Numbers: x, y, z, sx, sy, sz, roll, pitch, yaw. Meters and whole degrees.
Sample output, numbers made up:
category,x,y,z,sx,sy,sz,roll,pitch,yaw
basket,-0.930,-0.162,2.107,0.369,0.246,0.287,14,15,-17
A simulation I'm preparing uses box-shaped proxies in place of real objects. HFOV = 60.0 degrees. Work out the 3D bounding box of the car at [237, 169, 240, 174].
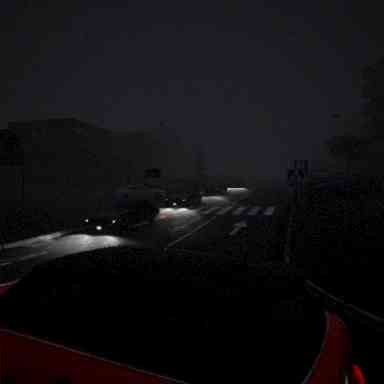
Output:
category,x,y,z,sx,sy,sz,roll,pitch,yaw
car,7.044,-3.476,70.044,4.553,1.767,2.185,-2,4,-3

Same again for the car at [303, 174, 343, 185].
category,x,y,z,sx,sy,sz,roll,pitch,yaw
car,18.565,-1.802,47.308,4.892,1.521,2.231,-1,5,-2

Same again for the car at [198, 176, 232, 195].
category,x,y,z,sx,sy,sz,roll,pitch,yaw
car,2.581,-0.619,36.694,1.882,1.535,5.008,0,5,20

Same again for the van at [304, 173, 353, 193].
category,x,y,z,sx,sy,sz,roll,pitch,yaw
van,14.680,-1.041,35.914,4.442,1.987,1.878,-1,5,-1

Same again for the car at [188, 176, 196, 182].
category,x,y,z,sx,sy,sz,roll,pitch,yaw
car,-2.291,-0.681,39.198,4.792,1.488,2.163,-2,5,-3

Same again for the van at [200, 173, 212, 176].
category,x,y,z,sx,sy,sz,roll,pitch,yaw
van,0.122,-1.655,47.625,4.442,1.987,1.878,-2,5,-3

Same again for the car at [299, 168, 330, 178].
category,x,y,z,sx,sy,sz,roll,pitch,yaw
car,25.707,-4.008,70.153,5.566,2.045,2.435,-1,4,-3

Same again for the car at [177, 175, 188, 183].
category,x,y,z,sx,sy,sz,roll,pitch,yaw
car,-3.071,-0.597,36.369,4.553,1.767,2.185,-2,5,-3

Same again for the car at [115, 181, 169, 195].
category,x,y,z,sx,sy,sz,roll,pitch,yaw
car,-4.762,0.051,30.744,4.674,1.452,2.002,-2,4,-4

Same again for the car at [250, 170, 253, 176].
category,x,y,z,sx,sy,sz,roll,pitch,yaw
car,12.152,-4.912,86.809,5.566,2.045,2.435,-2,4,-3

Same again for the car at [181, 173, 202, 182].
category,x,y,z,sx,sy,sz,roll,pitch,yaw
car,-1.401,-1.079,42.008,4.553,1.767,2.185,-2,5,-3

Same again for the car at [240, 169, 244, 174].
category,x,y,z,sx,sy,sz,roll,pitch,yaw
car,8.758,-3.938,75.635,4.553,1.767,2.185,-2,4,-3

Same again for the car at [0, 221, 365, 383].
category,x,y,z,sx,sy,sz,roll,pitch,yaw
car,-0.831,1.350,3.247,4.553,1.767,2.097,0,0,29

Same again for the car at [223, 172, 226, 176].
category,x,y,z,sx,sy,sz,roll,pitch,yaw
car,2.800,-2.126,56.061,4.792,1.488,2.163,-2,4,-3

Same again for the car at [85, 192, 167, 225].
category,x,y,z,sx,sy,sz,roll,pitch,yaw
car,-3.382,1.049,17.349,2.033,1.411,5.357,0,4,17

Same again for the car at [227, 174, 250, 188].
category,x,y,z,sx,sy,sz,roll,pitch,yaw
car,6.259,-1.352,46.017,1.994,1.385,4.181,0,5,20

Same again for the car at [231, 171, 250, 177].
category,x,y,z,sx,sy,sz,roll,pitch,yaw
car,13.064,-4.862,89.621,4.892,1.521,2.231,-2,4,-3

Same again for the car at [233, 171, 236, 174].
category,x,y,z,sx,sy,sz,roll,pitch,yaw
car,5.319,-2.872,64.455,4.892,1.521,2.231,-2,5,-3

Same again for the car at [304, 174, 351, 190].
category,x,y,z,sx,sy,sz,roll,pitch,yaw
car,15.712,-1.189,38.770,4.553,1.767,2.185,-1,5,-2

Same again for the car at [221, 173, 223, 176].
category,x,y,z,sx,sy,sz,roll,pitch,yaw
car,1.919,-1.914,53.259,5.008,1.535,2.097,-2,4,-3

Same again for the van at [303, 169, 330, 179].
category,x,y,z,sx,sy,sz,roll,pitch,yaw
van,24.047,-3.509,64.452,4.442,1.987,1.878,-1,4,-3

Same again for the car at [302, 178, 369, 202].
category,x,y,z,sx,sy,sz,roll,pitch,yaw
car,11.959,-0.081,27.436,5.008,1.535,2.097,-1,5,-1

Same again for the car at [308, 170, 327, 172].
category,x,y,z,sx,sy,sz,roll,pitch,yaw
car,13.822,-0.822,33.078,5.566,2.045,2.435,-1,5,-1

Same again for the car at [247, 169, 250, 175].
category,x,y,z,sx,sy,sz,roll,pitch,yaw
car,11.137,-4.458,84.029,5.366,1.575,1.946,-2,4,-3

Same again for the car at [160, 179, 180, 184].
category,x,y,z,sx,sy,sz,roll,pitch,yaw
car,-3.901,-0.202,33.567,4.792,1.488,2.163,-2,4,-3

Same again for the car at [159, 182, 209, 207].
category,x,y,z,sx,sy,sz,roll,pitch,yaw
car,-0.507,0.283,27.032,2.033,1.411,5.357,0,5,17

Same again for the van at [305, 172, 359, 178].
category,x,y,z,sx,sy,sz,roll,pitch,yaw
van,13.023,-0.553,30.256,4.442,1.987,1.878,-1,4,-1

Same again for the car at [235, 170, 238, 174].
category,x,y,z,sx,sy,sz,roll,pitch,yaw
car,6.169,-3.114,67.256,5.008,1.535,2.097,-2,5,-3

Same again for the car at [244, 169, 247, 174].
category,x,y,z,sx,sy,sz,roll,pitch,yaw
car,9.600,-4.035,78.444,5.008,1.535,2.097,-2,4,-3

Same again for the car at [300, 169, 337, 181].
category,x,y,z,sx,sy,sz,roll,pitch,yaw
car,22.213,-3.043,58.734,5.566,2.045,2.435,-1,4,-3

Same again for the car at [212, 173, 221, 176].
category,x,y,z,sx,sy,sz,roll,pitch,yaw
car,1.272,-1.685,50.463,5.366,1.575,1.946,-2,4,-3

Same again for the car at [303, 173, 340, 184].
category,x,y,z,sx,sy,sz,roll,pitch,yaw
car,19.508,-2.022,50.170,4.792,1.488,2.163,-1,4,-2

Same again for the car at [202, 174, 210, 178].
category,x,y,z,sx,sy,sz,roll,pitch,yaw
car,-0.597,-1.194,44.840,5.008,1.535,2.097,-2,4,-3

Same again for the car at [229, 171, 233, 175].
category,x,y,z,sx,sy,sz,roll,pitch,yaw
car,4.467,-2.633,61.659,4.892,1.521,2.231,-2,5,-3

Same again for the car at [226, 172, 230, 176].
category,x,y,z,sx,sy,sz,roll,pitch,yaw
car,3.608,-2.394,58.863,5.008,1.535,2.097,-2,4,-3
